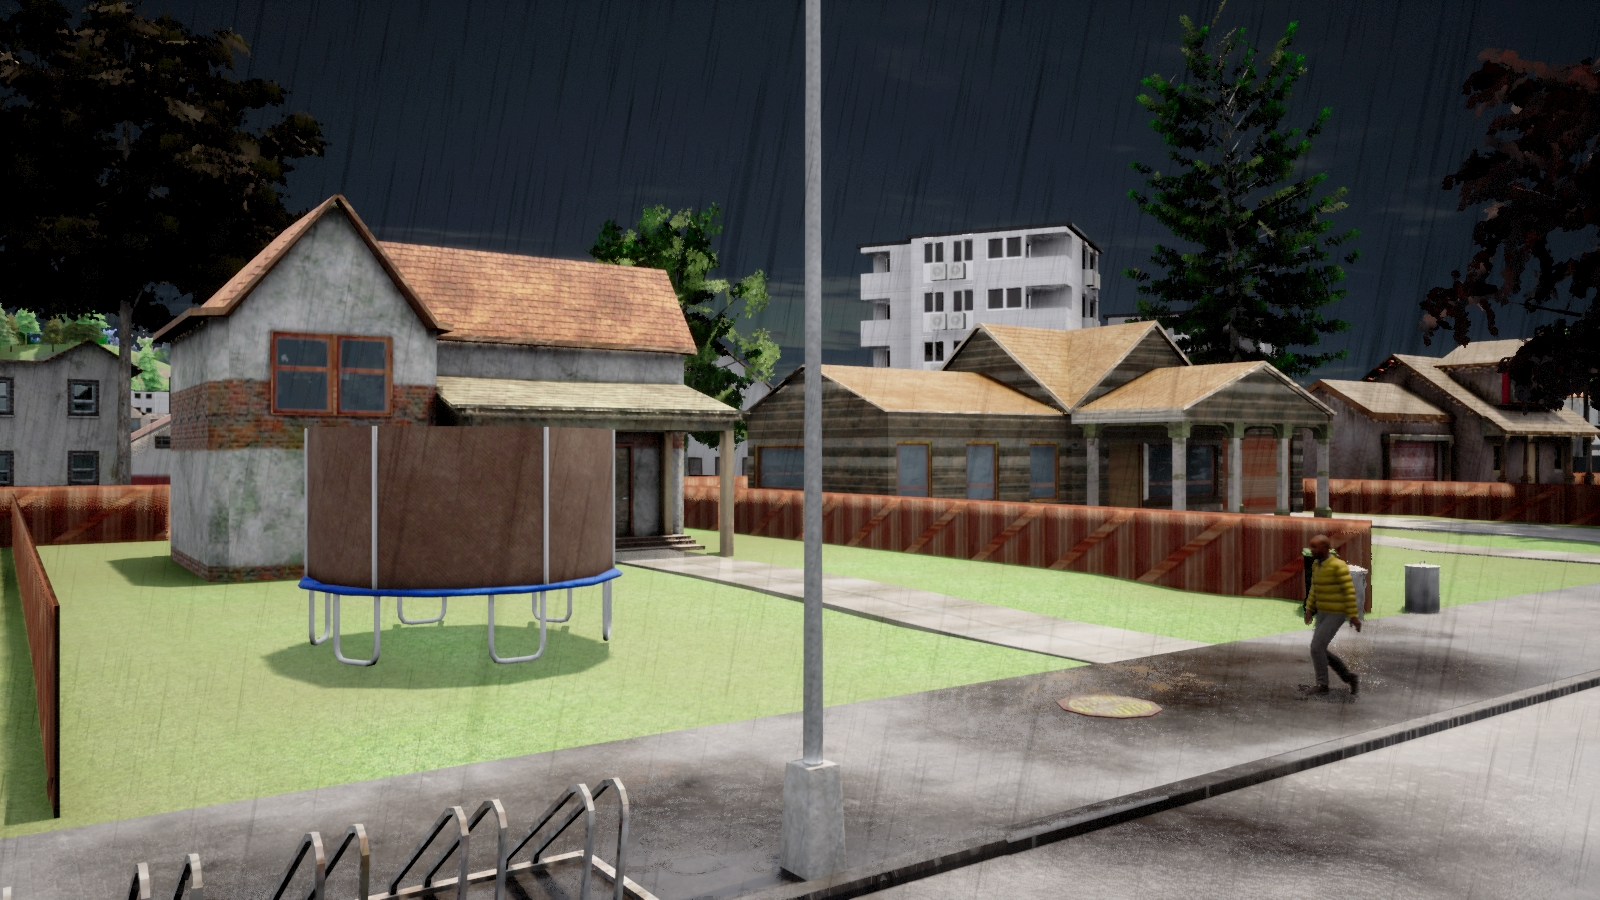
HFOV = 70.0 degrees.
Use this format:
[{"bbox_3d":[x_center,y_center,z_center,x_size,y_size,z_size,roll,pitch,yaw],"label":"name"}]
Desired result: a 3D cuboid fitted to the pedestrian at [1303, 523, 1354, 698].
[{"bbox_3d":[5.783,1.746,12.511,0.375,1.860,0.375,0,0,-2],"label":"pedestrian"}]
